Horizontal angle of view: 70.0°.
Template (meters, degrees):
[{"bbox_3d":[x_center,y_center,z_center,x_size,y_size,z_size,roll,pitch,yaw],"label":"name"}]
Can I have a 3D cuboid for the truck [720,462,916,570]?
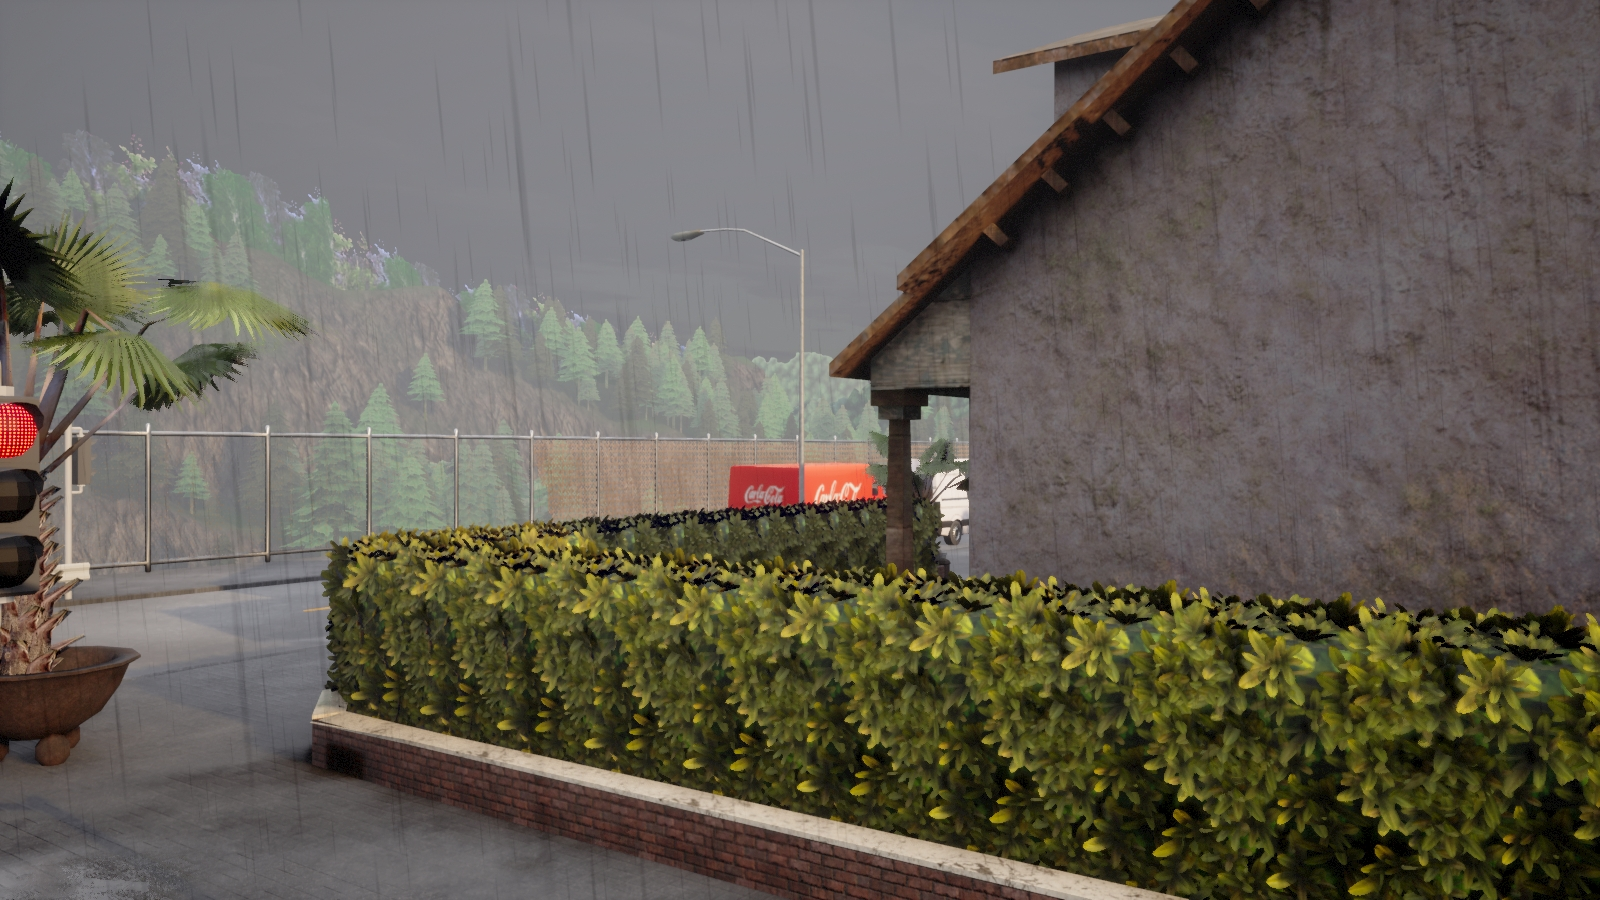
[{"bbox_3d":[0.584,1.568,29.600,2.627,2.467,5.204,0,0,35],"label":"truck"}]
